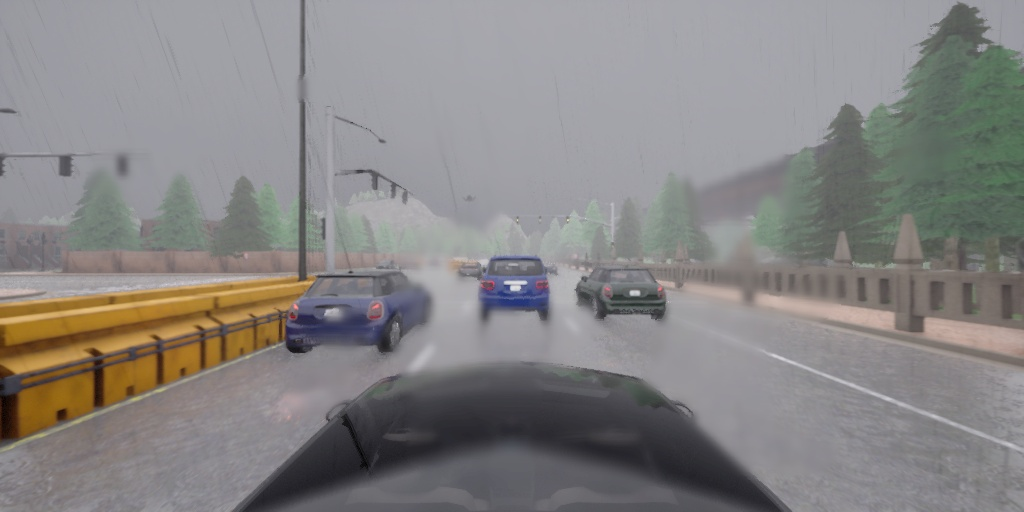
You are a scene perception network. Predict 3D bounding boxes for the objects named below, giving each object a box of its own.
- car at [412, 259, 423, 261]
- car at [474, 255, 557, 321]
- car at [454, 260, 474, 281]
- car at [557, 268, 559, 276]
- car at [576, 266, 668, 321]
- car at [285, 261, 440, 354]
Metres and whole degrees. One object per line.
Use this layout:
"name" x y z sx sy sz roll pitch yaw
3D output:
"car" -14.041 1.349 49.622 1.994 1.385 4.181 0 0 0
"car" 0.110 0.981 12.671 2.150 2.045 5.566 0 0 0
"car" -3.379 1.264 30.792 2.128 1.511 4.902 0 0 0
"car" 3.626 1.378 37.242 1.895 1.301 4.718 0 0 0
"car" 3.607 1.110 12.637 2.097 1.767 4.553 0 0 0
"car" -3.394 1.108 8.939 2.097 1.767 4.553 0 0 0
